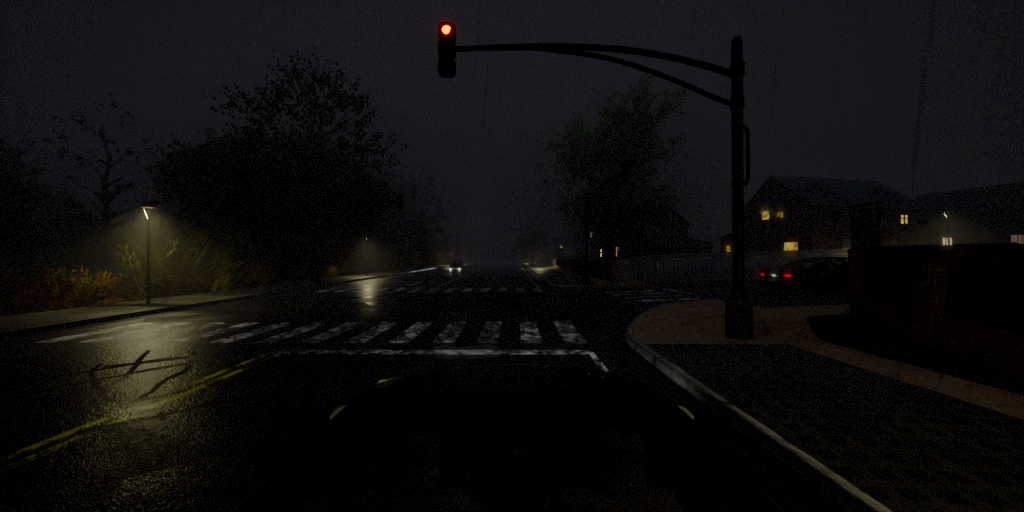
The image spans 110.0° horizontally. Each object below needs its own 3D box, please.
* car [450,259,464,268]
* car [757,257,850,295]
[{"bbox_3d":[-9.698,1.310,63.260,1.837,1.490,4.892,0,0,0],"label":"car"},{"bbox_3d":[12.835,0.747,14.387,5.357,1.411,2.033,-2,-1,-6],"label":"car"}]
